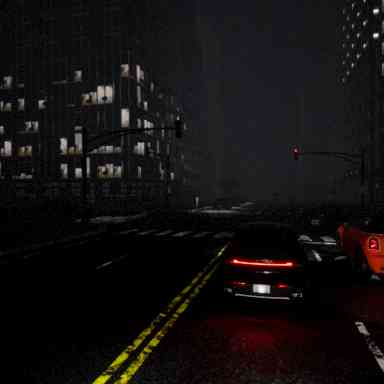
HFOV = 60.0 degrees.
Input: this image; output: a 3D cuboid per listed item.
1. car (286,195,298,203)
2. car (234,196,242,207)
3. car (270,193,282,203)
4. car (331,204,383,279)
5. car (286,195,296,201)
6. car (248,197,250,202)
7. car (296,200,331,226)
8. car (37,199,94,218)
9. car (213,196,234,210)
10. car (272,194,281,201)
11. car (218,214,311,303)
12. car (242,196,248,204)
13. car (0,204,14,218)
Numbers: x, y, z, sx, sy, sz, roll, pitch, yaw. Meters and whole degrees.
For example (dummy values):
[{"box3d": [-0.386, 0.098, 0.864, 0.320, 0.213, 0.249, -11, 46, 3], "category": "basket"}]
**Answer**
[{"box3d": [20.976, 1.463, 69.517, 2.128, 1.511, 4.902, 0, 0, 14], "category": "car"}, {"box3d": [6.260, 1.471, 51.886, 1.837, 1.490, 4.892, 0, 0, 14], "category": "car"}, {"box3d": [17.808, 1.157, 70.269, 2.150, 2.045, 5.566, 0, 0, 14], "category": "car"}, {"box3d": [5.734, 1.347, 9.962, 2.097, 1.767, 4.553, 0, 0, 15], "category": "car"}, {"box3d": [23.546, 1.465, 79.517, 2.033, 1.411, 5.357, 0, 0, 14], "category": "car"}, {"box3d": [11.259, 1.495, 70.907, 1.994, 1.385, 4.181, 0, 0, 14], "category": "car"}, {"box3d": [9.874, 1.540, 22.706, 5.008, 1.535, 1.882, 1, 1, 15], "category": "car"}, {"box3d": [-10.775, 1.351, 28.391, 5.008, 1.535, 1.882, 0, 1, 16], "category": "car"}, {"box3d": [3.943, 1.501, 42.880, 1.812, 1.442, 4.674, 0, 0, 14], "category": "car"}, {"box3d": [20.398, 1.235, 80.329, 1.882, 1.535, 5.008, 0, 0, 14], "category": "car"}, {"box3d": [1.862, 1.501, 8.362, 1.837, 1.490, 4.892, 0, 0, 14], "category": "car"}, {"box3d": [8.676, 1.481, 61.154, 1.812, 1.442, 4.674, 0, 0, 15], "category": "car"}, {"box3d": [-16.744, 1.434, 27.237, 4.313, 1.339, 1.947, 1, 1, 16], "category": "car"}]
